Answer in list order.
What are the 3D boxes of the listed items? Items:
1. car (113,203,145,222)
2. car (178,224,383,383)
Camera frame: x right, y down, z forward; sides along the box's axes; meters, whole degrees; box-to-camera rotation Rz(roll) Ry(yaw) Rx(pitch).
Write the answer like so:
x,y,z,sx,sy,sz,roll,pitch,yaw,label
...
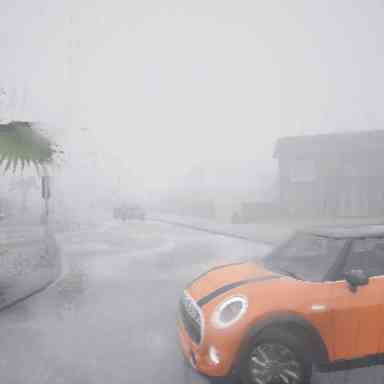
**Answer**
x,y,z,sx,sy,sz,roll,pitch,yaw,label
-5.509,1.714,28.665,2.128,1.511,4.902,-1,0,-26,car
2.085,1.285,4.795,4.553,1.767,2.097,-1,-1,-12,car
